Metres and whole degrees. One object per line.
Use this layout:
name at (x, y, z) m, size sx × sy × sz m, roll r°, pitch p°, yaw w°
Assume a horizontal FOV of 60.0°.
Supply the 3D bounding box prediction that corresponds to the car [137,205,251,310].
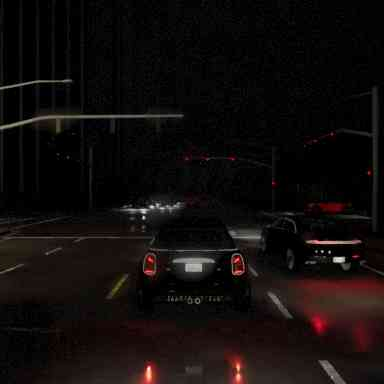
car at (0.043, 1.352, 7.992) m, size 2.097 × 1.767 × 4.553 m, roll 0°, pitch 0°, yaw 0°

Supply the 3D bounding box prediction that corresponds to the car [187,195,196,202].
car at (-0.139, 1.540, 78.668) m, size 2.033 × 1.411 × 5.357 m, roll 0°, pitch 0°, yaw 0°

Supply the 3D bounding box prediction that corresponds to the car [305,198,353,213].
car at (14.162, 1.407, 34.778) m, size 4.553 × 1.767 × 2.097 m, roll 0°, pitch 0°, yaw 3°

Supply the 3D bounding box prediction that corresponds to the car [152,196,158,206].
car at (-7.184, 1.352, 55.399) m, size 2.097 × 1.767 × 4.553 m, roll 0°, pitch 0°, yaw 0°

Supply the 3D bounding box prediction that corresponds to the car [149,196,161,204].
car at (-7.164, 1.526, 64.195) m, size 1.812 × 1.442 × 4.674 m, roll 0°, pitch 0°, yaw 0°

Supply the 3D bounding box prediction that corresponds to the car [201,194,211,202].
car at (3.364, 1.519, 77.434) m, size 1.812 × 1.442 × 4.674 m, roll 0°, pitch 0°, yaw 0°

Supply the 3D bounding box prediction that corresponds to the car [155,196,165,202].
car at (-7.131, 1.594, 74.238) m, size 1.895 × 1.301 × 4.718 m, roll 0°, pitch 0°, yaw 0°

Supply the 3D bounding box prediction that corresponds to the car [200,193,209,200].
car at (3.346, 1.216, 87.514) m, size 2.097 × 1.767 × 4.553 m, roll 0°, pitch 0°, yaw 0°

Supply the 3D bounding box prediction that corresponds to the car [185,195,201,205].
car at (0.018, 1.477, 51.556) m, size 1.882 × 1.535 × 5.008 m, roll 0°, pitch 0°, yaw 0°

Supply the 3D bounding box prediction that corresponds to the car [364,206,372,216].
car at (18.610, 1.581, 31.165) m, size 4.674 × 1.442 × 1.812 m, roll 0°, pitch 0°, yaw 0°

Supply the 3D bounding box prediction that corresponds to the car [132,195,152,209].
car at (-7.175, 1.526, 46.496) m, size 1.812 × 1.442 × 4.674 m, roll 0°, pitch 0°, yaw 0°

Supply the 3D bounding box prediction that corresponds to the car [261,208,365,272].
car at (3.600, 1.492, 10.801) m, size 2.128 × 1.511 × 4.902 m, roll 0°, pitch 0°, yaw -3°

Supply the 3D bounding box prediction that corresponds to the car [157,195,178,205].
car at (-3.678, 1.547, 50.817) m, size 2.033 × 1.411 × 5.357 m, roll 0°, pitch 0°, yaw 0°

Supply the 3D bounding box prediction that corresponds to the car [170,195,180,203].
car at (-3.624, 1.500, 70.530) m, size 1.837 × 1.490 × 4.892 m, roll 0°, pitch 0°, yaw 0°

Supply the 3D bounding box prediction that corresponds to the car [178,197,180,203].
car at (-3.678, 1.491, 60.320) m, size 2.128 × 1.511 × 4.902 m, roll 0°, pitch 0°, yaw 0°
